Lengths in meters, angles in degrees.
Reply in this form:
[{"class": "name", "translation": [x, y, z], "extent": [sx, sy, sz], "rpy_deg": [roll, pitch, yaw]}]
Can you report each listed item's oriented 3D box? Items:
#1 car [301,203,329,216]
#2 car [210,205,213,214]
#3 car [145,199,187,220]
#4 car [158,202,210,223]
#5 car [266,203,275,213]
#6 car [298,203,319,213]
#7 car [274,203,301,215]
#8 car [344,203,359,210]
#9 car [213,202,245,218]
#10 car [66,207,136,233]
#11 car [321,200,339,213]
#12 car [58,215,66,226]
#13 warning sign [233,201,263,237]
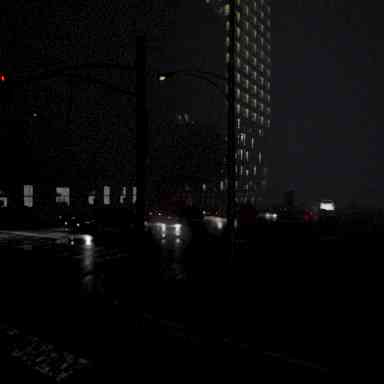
[{"class": "car", "translation": [16.517, 2.455, 44.499], "extent": [1.895, 1.301, 4.718], "rpy_deg": [0, -1, 33]}, {"class": "car", "translation": [3.151, 2.276, 42.016], "extent": [1.895, 1.301, 4.718], "rpy_deg": [0, -1, 33]}, {"class": "car", "translation": [-2.375, 1.715, 33.462], "extent": [2.150, 2.045, 5.566], "rpy_deg": [0, -1, 33]}, {"class": "car", "translation": [-0.597, 1.970, 30.221], "extent": [1.837, 1.490, 4.892], "rpy_deg": [0, -1, 33]}, {"class": "car", "translation": [12.900, 2.401, 51.010], "extent": [2.128, 1.511, 4.902], "rpy_deg": [0, -1, 33]}, {"class": "car", "translation": [19.181, 2.575, 54.718], "extent": [2.033, 1.411, 5.357], "rpy_deg": [0, -1, 33]}, {"class": "car", "translation": [13.650, 2.393, 46.054], "extent": [2.033, 1.411, 5.357], "rpy_deg": [0, -1, 33]}, {"class": "car", "translation": [31.493, 2.836, 65.718], "extent": [1.812, 1.442, 4.674], "rpy_deg": [0, -1, 33]}, {"class": "car", "translation": [4.806, 1.996, 38.591], "extent": [2.097, 1.767, 4.553], "rpy_deg": [0, -1, 33]}, {"class": "car", "translation": [-5.652, 1.803, 22.384], "extent": [1.837, 1.490, 4.892], "rpy_deg": [0, -1, 33]}, {"class": "car", "translation": [21.931, 2.253, 52.985], "extent": [2.150, 2.045, 5.566], "rpy_deg": [0, -1, 33]}, {"class": "car", "translation": [-7.669, 1.919, 25.250], "extent": [1.895, 1.301, 4.718], "rpy_deg": [0, -1, 33]}, {"class": "warning sign", "translation": [3.139, 1.453, 18.545], "extent": [1.300, 1.860, 1.060], "rpy_deg": [1, 1, 33]}]
